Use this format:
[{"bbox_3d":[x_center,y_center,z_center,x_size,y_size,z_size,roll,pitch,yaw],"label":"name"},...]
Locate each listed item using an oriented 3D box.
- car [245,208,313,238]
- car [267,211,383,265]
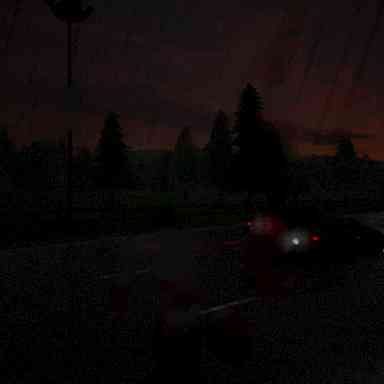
[{"bbox_3d":[4.945,1.476,15.875,5.357,1.411,2.033,0,0,-35],"label":"car"},{"bbox_3d":[4.867,1.507,11.528,4.181,1.385,1.994,0,0,-35],"label":"car"}]
